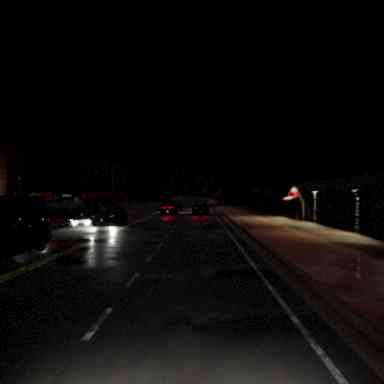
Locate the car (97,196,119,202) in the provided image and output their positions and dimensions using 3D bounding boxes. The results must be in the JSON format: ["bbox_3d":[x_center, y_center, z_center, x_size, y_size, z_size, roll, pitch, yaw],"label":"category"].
[{"bbox_3d":[-22.842,1.998,91.519,4.605,1.855,1.932,0,-1,1],"label":"car"}]

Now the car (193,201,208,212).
[{"bbox_3d":[1.203,1.996,47.837,2.033,1.411,5.357,0,-1,1],"label":"car"}]

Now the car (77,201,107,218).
[{"bbox_3d":[-9.828,1.858,31.905,1.994,1.385,4.181,0,-1,2],"label":"car"}]

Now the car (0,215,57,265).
[{"bbox_3d":[-6.851,1.709,11.821,1.895,1.301,4.718,0,-1,1],"label":"car"}]

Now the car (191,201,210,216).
[{"bbox_3d":[0.952,1.843,37.397,2.128,1.511,4.902,0,-1,1],"label":"car"}]

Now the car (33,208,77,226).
[{"bbox_3d":[-10.019,1.813,23.103,1.895,1.301,4.718,0,-1,2],"label":"car"}]

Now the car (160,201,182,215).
[{"bbox_3d":[-2.551,1.862,38.221,1.837,1.490,4.892,0,-1,2],"label":"car"}]

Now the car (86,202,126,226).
[{"bbox_3d":[-6.416,1.768,26.146,1.812,1.442,4.674,0,-1,1],"label":"car"}]
